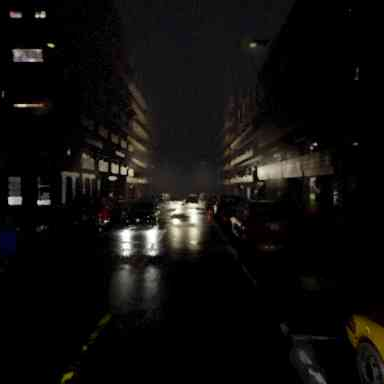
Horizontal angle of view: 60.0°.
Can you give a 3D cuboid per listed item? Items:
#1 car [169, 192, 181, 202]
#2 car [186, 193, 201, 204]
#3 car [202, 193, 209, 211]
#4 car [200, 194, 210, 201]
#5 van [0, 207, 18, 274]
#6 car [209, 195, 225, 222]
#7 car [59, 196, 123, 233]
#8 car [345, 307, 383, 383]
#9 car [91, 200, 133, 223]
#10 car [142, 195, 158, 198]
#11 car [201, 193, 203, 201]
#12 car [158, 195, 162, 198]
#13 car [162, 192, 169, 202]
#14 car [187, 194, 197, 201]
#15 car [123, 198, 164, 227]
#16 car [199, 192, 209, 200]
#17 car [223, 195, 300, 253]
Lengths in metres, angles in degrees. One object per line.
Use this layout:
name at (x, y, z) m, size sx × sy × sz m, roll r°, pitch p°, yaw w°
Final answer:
car at (-3.023, 1.147, 62.517) m, size 1.895 × 1.301 × 4.718 m, roll 0°, pitch 0°, yaw 1°
car at (0.002, 1.182, 52.399) m, size 1.994 × 1.385 × 4.181 m, roll 0°, pitch 0°, yaw 0°
car at (2.350, 1.198, 35.390) m, size 1.801 × 1.575 × 5.366 m, roll 0°, pitch 0°, yaw 0°
car at (2.681, 1.063, 69.181) m, size 1.947 × 1.339 × 4.313 m, roll -1°, pitch 0°, yaw 0°
van at (-5.670, 1.285, 7.587) m, size 1.690 × 1.788 × 3.998 m, roll -1°, pitch 0°, yaw 0°
car at (2.677, 1.136, 24.365) m, size 2.192 × 1.841 × 5.009 m, roll -1°, pitch 0°, yaw 0°
car at (-5.693, 1.177, 18.791) m, size 2.192 × 1.841 × 5.009 m, roll -1°, pitch 0°, yaw 0°
car at (2.679, 1.509, 2.128) m, size 1.752 × 1.417 × 4.829 m, roll -1°, pitch 0°, yaw 0°
car at (-5.707, 1.372, 24.395) m, size 2.008 × 1.369 × 4.403 m, roll -1°, pitch 0°, yaw 0°
car at (-5.699, 1.281, 41.201) m, size 1.802 × 1.307 × 4.206 m, roll -1°, pitch 0°, yaw 0°
car at (2.681, 1.062, 63.749) m, size 1.752 × 1.417 × 4.829 m, roll -1°, pitch 0°, yaw 0°
car at (-5.699, 1.241, 46.803) m, size 1.802 × 1.307 × 4.206 m, roll -1°, pitch 0°, yaw 0°
car at (-5.699, 1.129, 58.007) m, size 2.008 × 1.369 × 4.403 m, roll -1°, pitch 0°, yaw 0°
car at (0.001, 1.138, 66.827) m, size 1.895 × 1.301 × 4.718 m, roll 0°, pitch 0°, yaw 0°
car at (-3.099, 1.347, 21.428) m, size 1.837 × 1.490 × 4.892 m, roll 0°, pitch 0°, yaw 0°
car at (2.680, 0.897, 74.782) m, size 1.967 × 1.590 × 4.097 m, roll -1°, pitch 0°, yaw 0°
car at (2.677, 1.218, 13.161) m, size 2.192 × 1.841 × 5.009 m, roll -1°, pitch 0°, yaw 0°
